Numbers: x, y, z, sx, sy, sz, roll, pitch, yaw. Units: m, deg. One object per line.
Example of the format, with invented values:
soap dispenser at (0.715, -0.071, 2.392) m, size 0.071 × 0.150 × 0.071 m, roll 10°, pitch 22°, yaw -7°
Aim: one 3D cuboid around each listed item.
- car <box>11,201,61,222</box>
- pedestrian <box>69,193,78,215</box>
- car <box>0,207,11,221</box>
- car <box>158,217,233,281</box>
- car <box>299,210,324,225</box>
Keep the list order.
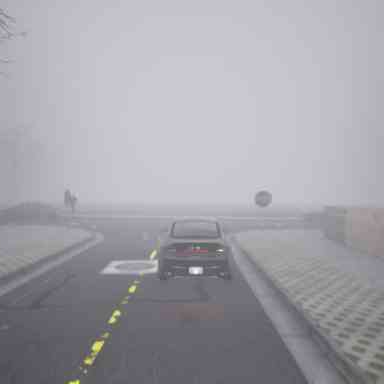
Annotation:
car at (-11.880, 1.386, 24.310) m, size 4.181 × 1.385 × 1.994 m, roll 1°, pitch 0°, yaw -1°
pedestrian at (-9.725, 0.982, 27.170) m, size 0.375 × 1.860 × 0.375 m, roll 0°, pitch -1°, yaw 0°
car at (-14.571, 1.147, 21.267) m, size 4.553 × 1.767 × 2.097 m, roll 1°, pitch 0°, yaw 0°
car at (0.092, 1.497, 9.809) m, size 1.837 × 1.490 × 4.892 m, roll 0°, pitch 0°, yaw 0°
car at (10.375, 1.742, 24.425) m, size 4.718 × 1.301 × 1.895 m, roll 1°, pitch 0°, yaw -1°
